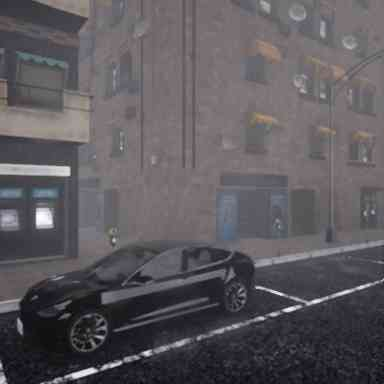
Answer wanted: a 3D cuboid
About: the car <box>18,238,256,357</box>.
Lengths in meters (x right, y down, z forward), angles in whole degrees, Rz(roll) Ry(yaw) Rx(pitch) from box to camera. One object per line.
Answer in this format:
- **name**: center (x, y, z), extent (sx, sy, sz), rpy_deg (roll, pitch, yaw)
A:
- **car**: center (-0.705, 1.587, 6.069), extent (4.313, 1.339, 1.947), rpy_deg (1, -1, -36)
